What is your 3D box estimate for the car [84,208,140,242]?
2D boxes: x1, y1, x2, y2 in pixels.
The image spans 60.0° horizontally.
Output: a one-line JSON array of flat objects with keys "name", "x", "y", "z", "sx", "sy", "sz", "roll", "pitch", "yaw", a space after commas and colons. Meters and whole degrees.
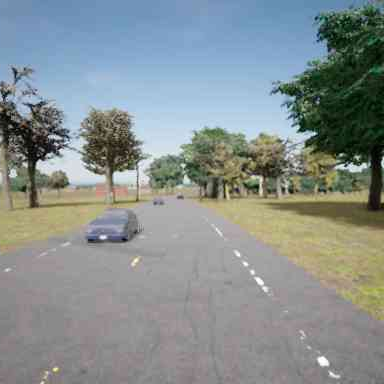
[{"name": "car", "x": -3.806, "y": 1.547, "z": 16.740, "sx": 2.033, "sy": 1.411, "sz": 5.357, "roll": 0, "pitch": 0, "yaw": -1}]

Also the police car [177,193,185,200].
[{"name": "police car", "x": -3.282, "y": 1.284, "z": 93.900, "sx": 1.930, "sy": 1.638, "sz": 5.238, "roll": 0, "pitch": 0, "yaw": -2}]

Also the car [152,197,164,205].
[{"name": "car", "x": -5.783, "y": 1.511, "z": 57.618, "sx": 2.033, "sy": 1.411, "sz": 5.357, "roll": 0, "pitch": 0, "yaw": -4}]
